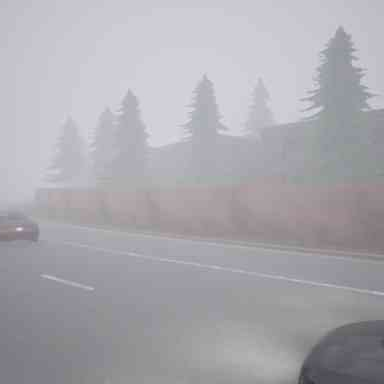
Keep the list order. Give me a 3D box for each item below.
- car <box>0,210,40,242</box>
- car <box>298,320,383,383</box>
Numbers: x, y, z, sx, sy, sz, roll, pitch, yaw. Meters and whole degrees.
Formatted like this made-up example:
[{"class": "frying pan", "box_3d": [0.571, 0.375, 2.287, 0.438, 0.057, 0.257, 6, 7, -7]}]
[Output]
[{"class": "car", "box_3d": [-8.729, 1.519, 15.190, 4.181, 1.385, 1.994, 0, 0, 41]}, {"class": "car", "box_3d": [3.085, 1.510, 1.791, 4.892, 1.490, 1.837, 0, 0, 35]}]
